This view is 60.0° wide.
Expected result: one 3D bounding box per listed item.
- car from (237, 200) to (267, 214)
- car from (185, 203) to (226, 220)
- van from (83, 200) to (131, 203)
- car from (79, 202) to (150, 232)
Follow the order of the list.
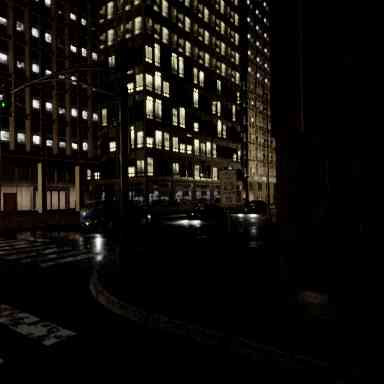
[{"bbox_3d":[7.114,1.631,37.259,1.812,1.442,4.674,-1,-1,36],"label":"car"},{"bbox_3d":[1.215,1.649,29.072,1.994,1.385,4.181,-1,-1,36],"label":"car"},{"bbox_3d":[-5.989,1.460,23.505,1.690,1.788,3.998,-2,-1,36],"label":"van"},{"bbox_3d":[-4.647,1.571,20.970,1.837,1.490,4.892,-1,-1,33],"label":"car"}]
